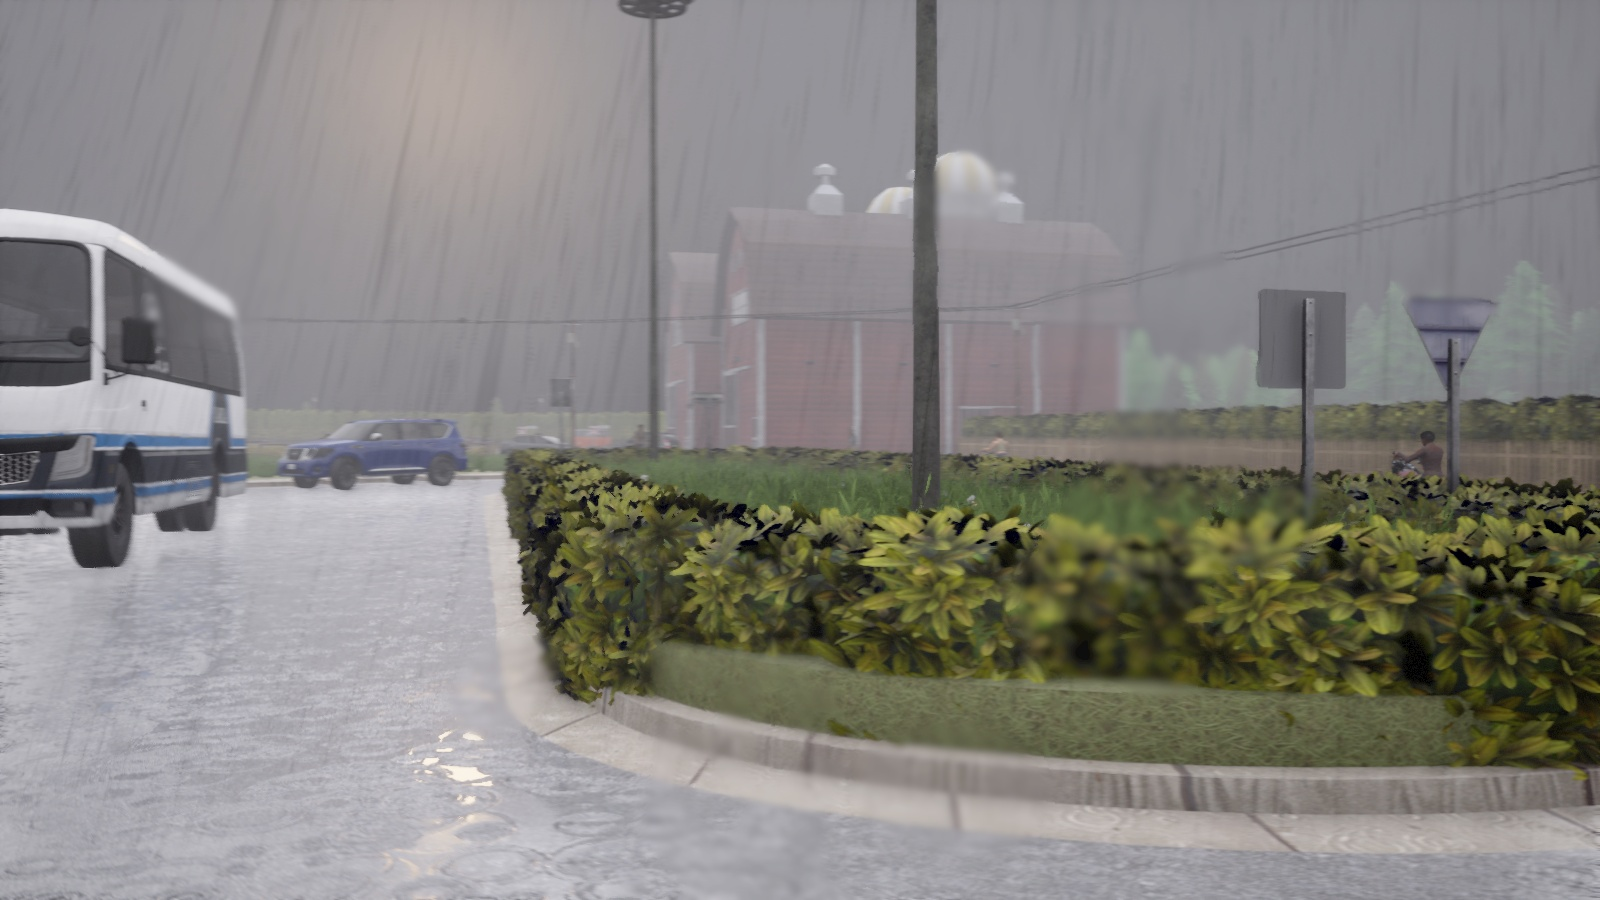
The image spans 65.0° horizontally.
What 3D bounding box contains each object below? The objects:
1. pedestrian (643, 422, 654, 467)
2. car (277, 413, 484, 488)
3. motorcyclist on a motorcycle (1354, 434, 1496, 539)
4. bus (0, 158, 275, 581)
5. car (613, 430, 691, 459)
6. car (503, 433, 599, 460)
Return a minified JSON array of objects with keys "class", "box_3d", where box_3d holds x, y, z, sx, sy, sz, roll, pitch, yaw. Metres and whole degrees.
[{"class":"pedestrian","box_3d":[-6.075,-0.220,50.421,0.328,1.805,0.869,0,1,-15]},{"class":"car","box_3d":[-12.233,-0.019,37.023,2.150,2.045,5.566,1,1,37]},{"class":"motorcyclist on a motorcycle","box_3d":[10.371,0.567,20.947,0.766,1.649,2.350,0,1,-14]},{"class":"bus","box_3d":[-10.187,-0.842,17.380,3.944,4.253,10.273,0,0,-14]},{"class":"car","box_3d":[-8.398,-0.310,71.392,3.988,1.617,1.851,0,1,23]},{"class":"car","box_3d":[-13.844,-0.206,69.832,4.792,1.488,2.163,0,1,13]}]
